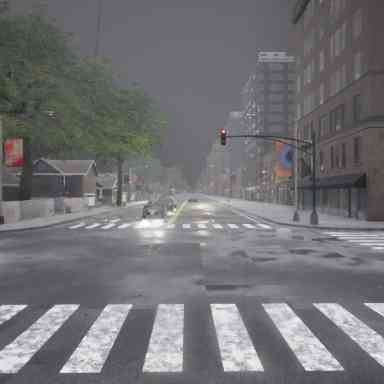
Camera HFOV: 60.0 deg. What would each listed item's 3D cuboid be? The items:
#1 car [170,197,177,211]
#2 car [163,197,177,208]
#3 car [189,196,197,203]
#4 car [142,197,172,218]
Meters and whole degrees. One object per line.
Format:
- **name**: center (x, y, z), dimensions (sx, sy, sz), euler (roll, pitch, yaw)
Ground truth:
- **car**: center (-3.275, 1.372, 39.865), dimensions (2.097, 1.767, 4.553), euler (0, 0, 0)
- **car**: center (-3.251, 1.554, 49.822), dimensions (1.812, 1.442, 4.674), euler (0, 0, 0)
- **car**: center (0.215, 1.546, 70.259), dimensions (2.128, 1.511, 4.902), euler (0, 0, 0)
- **car**: center (-3.294, 1.504, 30.130), dimensions (2.128, 1.511, 4.902), euler (0, 0, 0)
